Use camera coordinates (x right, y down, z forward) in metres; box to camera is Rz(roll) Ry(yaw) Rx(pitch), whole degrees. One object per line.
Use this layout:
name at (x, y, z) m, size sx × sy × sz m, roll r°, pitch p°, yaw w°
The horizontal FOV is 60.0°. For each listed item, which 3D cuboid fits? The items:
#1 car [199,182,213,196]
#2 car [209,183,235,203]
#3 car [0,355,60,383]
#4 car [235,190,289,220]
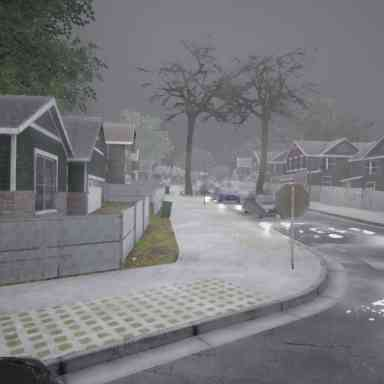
car at (2.096, -0.322, 42.937) m, size 2.128 × 1.511 × 4.902 m, roll 1°, pitch 3°, yaw -6°
car at (3.246, 0.194, 32.000) m, size 1.882 × 1.535 × 5.008 m, roll 1°, pitch 2°, yaw -6°
car at (-2.485, 1.565, 1.122) m, size 4.181 × 1.385 × 1.994 m, roll 0°, pitch 0°, yaw -35°
car at (4.451, 0.813, 20.643) m, size 2.033 × 1.411 × 5.357 m, roll 1°, pitch 3°, yaw -6°
